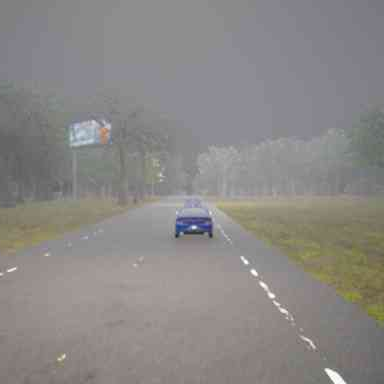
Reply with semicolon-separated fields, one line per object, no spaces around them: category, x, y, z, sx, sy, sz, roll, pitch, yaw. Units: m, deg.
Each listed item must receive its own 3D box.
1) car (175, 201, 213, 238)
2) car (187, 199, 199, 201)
car;0.098;1.494;17.957;1.882;1.535;5.008;0;0;0
car;0.103;1.434;37.418;2.033;1.411;5.357;0;1;0
